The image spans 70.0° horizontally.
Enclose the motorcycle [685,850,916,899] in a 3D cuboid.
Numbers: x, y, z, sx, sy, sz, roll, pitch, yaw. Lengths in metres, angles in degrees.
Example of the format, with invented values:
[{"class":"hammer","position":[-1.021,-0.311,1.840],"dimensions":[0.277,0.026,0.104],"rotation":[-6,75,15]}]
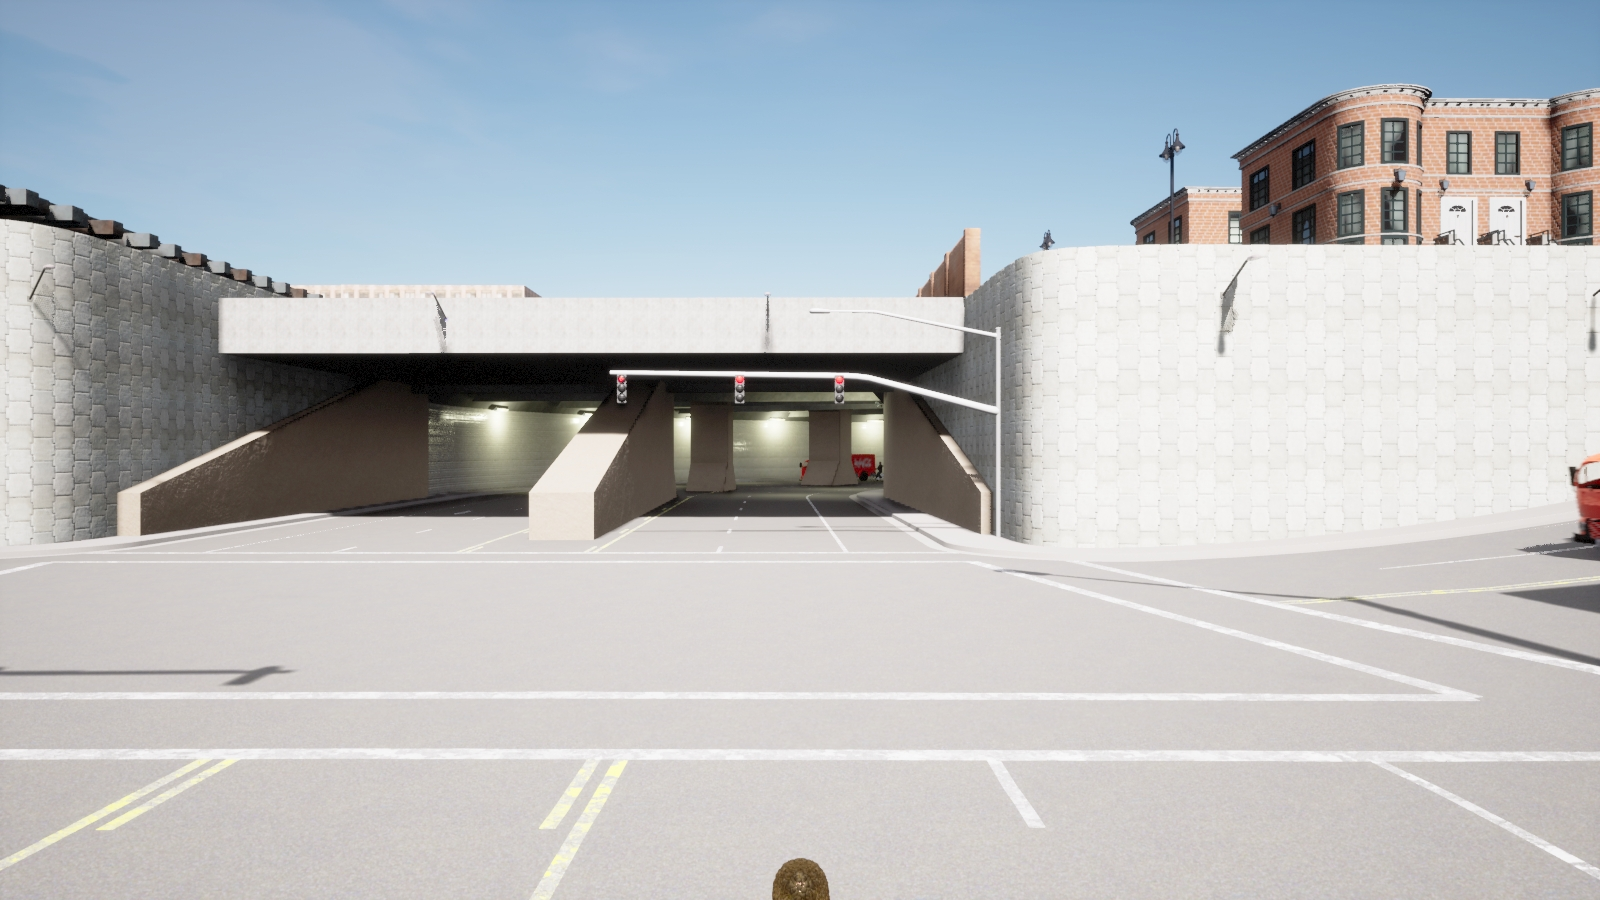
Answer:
[{"class":"motorcycle","position":[0.004,2.174,3.443],"dimensions":[0.803,1.224,2.033],"rotation":[0,0,0]}]

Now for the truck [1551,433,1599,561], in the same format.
[{"class":"truck","position":[18.528,0.630,22.659],"dimensions":[5.204,2.467,2.627],"rotation":[-9,0,0]}]
